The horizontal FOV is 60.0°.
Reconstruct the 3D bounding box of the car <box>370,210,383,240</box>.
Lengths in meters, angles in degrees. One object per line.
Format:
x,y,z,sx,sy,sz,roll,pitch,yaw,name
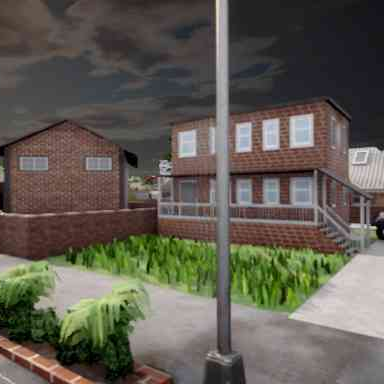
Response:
8.860,0.972,12.328,3.866,1.878,1.905,0,0,36,car

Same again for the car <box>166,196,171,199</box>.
-4.998,1.347,88.877,3.866,1.878,1.905,0,0,-19,car
